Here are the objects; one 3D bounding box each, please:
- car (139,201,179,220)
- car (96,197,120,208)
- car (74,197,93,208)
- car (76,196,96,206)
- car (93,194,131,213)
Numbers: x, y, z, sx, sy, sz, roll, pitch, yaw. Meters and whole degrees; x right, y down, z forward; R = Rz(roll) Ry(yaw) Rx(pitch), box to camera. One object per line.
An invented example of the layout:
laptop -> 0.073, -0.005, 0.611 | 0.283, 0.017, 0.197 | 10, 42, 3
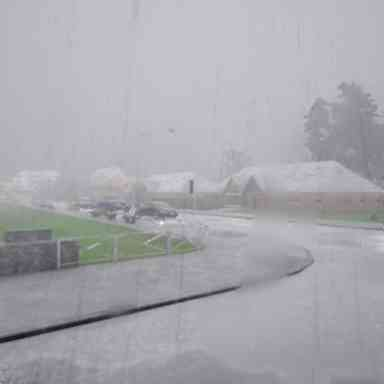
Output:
car -> -3.027, 1.558, 29.156 | 1.837, 1.490, 4.892 | 0, 0, -35
car -> -12.659, 1.547, 49.797 | 1.882, 1.535, 5.008 | 0, 0, -35
car -> -14.641, 1.618, 45.496 | 1.994, 1.385, 4.181 | 0, 0, -35
car -> -18.588, 1.547, 58.029 | 1.882, 1.535, 5.008 | 0, 0, -36
car -> -8.822, 1.275, 37.282 | 2.150, 2.045, 5.566 | 0, 0, -36
